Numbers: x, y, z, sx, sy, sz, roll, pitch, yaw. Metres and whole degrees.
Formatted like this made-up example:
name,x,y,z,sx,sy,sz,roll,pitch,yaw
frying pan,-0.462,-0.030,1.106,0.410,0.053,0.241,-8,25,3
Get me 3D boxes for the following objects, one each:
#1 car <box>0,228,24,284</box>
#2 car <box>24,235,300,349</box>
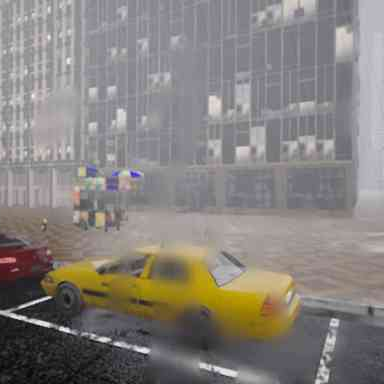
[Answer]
name,x,y,z,sx,sy,sz,roll,pitch,yaw
car,-5.378,1.579,8.466,4.206,1.307,1.802,0,0,27
car,-0.614,1.523,6.017,4.829,1.417,1.752,0,0,27
